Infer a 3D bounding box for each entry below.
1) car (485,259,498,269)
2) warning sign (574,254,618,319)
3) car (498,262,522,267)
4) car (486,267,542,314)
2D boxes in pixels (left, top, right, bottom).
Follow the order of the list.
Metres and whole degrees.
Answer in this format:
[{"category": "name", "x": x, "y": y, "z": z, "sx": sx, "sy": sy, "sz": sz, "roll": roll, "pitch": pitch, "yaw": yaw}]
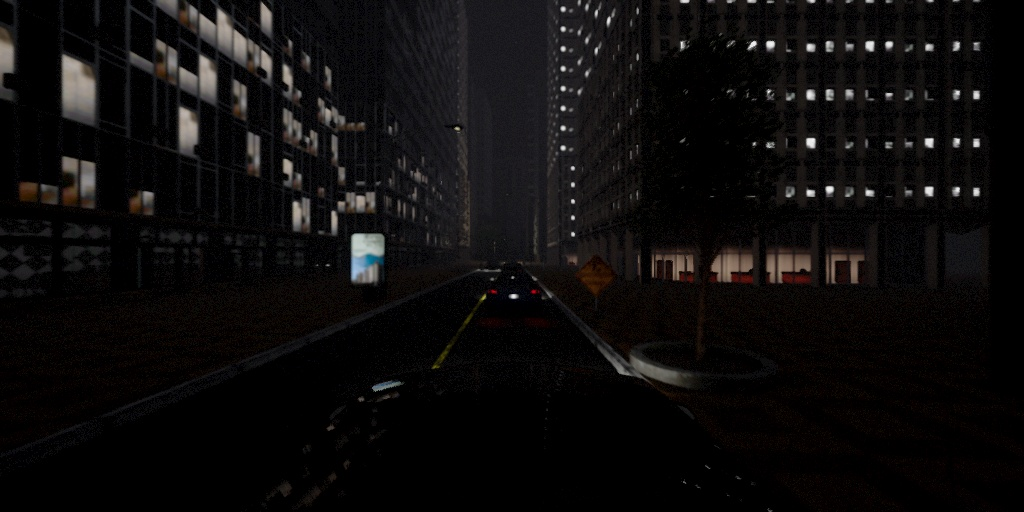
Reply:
[{"category": "car", "x": -2.835, "y": 1.266, "z": 53.476, "sx": 1.837, "sy": 1.490, "sz": 4.892, "roll": 0, "pitch": 0, "yaw": 0}, {"category": "warning sign", "x": 2.514, "y": 0.863, "z": 10.748, "sx": 1.300, "sy": 1.860, "sz": 1.060, "roll": 0, "pitch": 0, "yaw": 0}, {"category": "car", "x": 0.062, "y": 1.255, "z": 28.769, "sx": 1.837, "sy": 1.490, "sz": 4.892, "roll": 0, "pitch": 0, "yaw": 0}, {"category": "car", "x": 0.067, "y": 1.311, "z": 13.883, "sx": 1.994, "sy": 1.385, "sz": 4.181, "roll": 0, "pitch": 0, "yaw": 0}]
